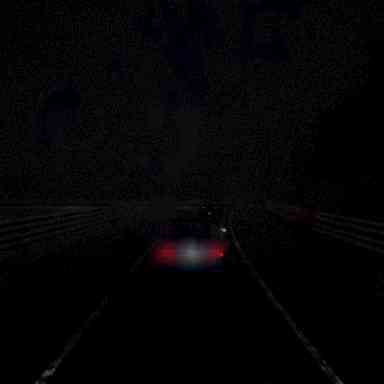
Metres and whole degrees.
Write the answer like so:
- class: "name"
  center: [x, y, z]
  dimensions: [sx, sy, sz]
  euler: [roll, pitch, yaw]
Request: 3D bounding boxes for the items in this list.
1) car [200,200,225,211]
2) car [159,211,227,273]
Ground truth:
- class: "car"
  center: [1.795, 1.486, 29.219]
  dimensions: [2.128, 1.511, 4.902]
  euler: [-1, 0, 9]
- class: "car"
  center: [0.122, 1.549, 10.594]
  dimensions: [2.033, 1.411, 5.357]
  euler: [0, 0, 3]
